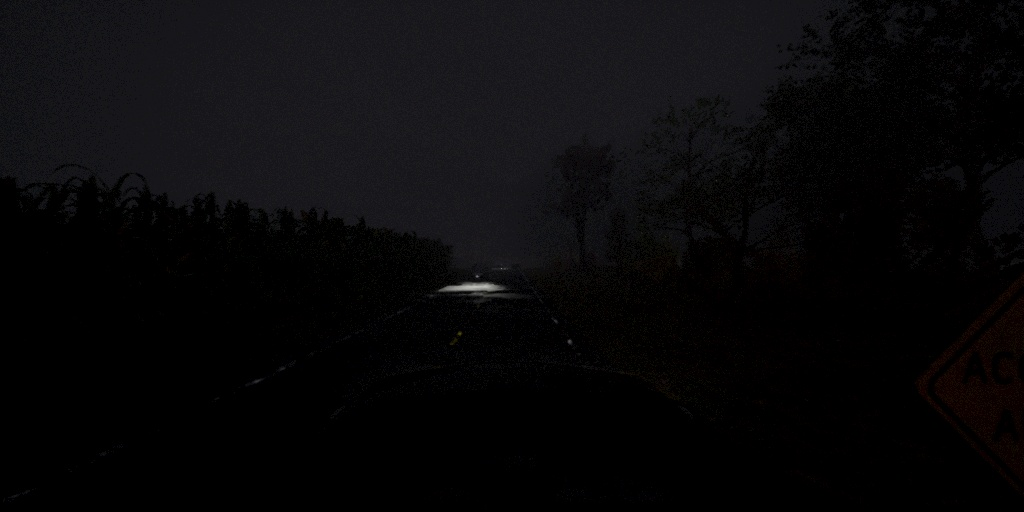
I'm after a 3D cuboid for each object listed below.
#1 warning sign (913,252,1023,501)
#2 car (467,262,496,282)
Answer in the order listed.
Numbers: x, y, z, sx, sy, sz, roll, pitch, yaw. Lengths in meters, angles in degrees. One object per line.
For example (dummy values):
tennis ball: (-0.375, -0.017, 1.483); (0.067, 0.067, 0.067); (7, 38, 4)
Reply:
warning sign: (2.449, 0.865, 1.639); (1.300, 1.860, 1.060); (0, 0, 0)
car: (-2.850, 1.441, 31.998); (2.128, 1.511, 4.902); (0, 0, 0)
